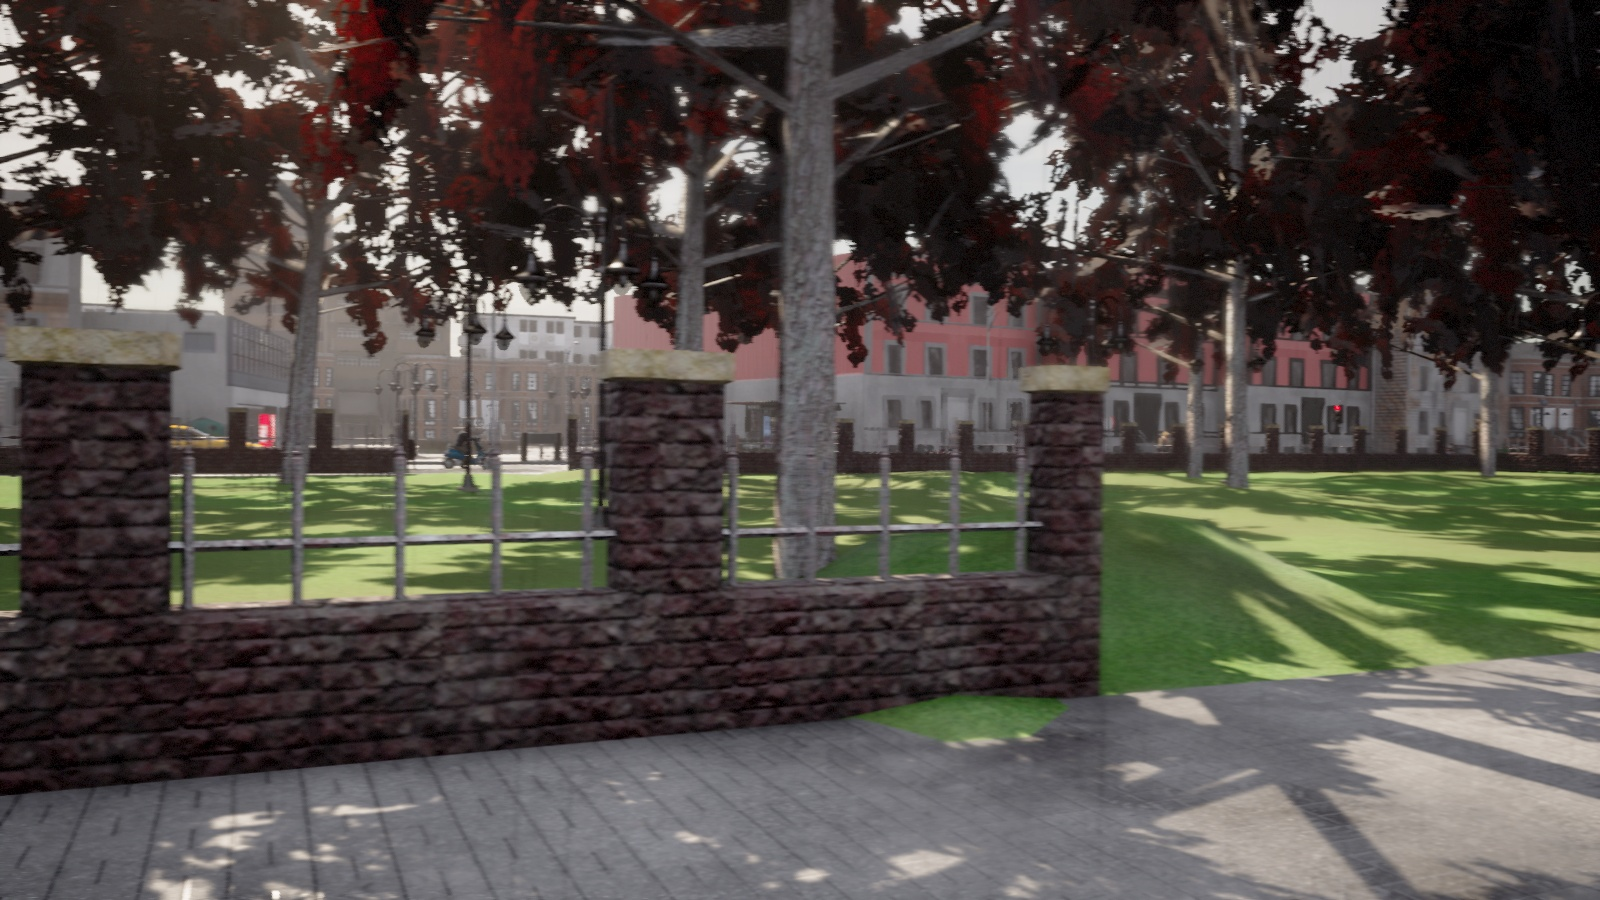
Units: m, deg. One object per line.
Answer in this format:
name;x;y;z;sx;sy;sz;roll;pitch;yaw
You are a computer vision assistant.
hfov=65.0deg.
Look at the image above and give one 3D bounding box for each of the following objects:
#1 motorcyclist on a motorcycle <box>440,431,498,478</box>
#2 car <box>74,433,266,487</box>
motorcyclist on a motorcycle;-11.563;0.146;43.901;1.817;1.590;0.866;-1;1;-24
car;-20.024;0.282;40.212;5.366;1.575;1.801;-1;1;-24
